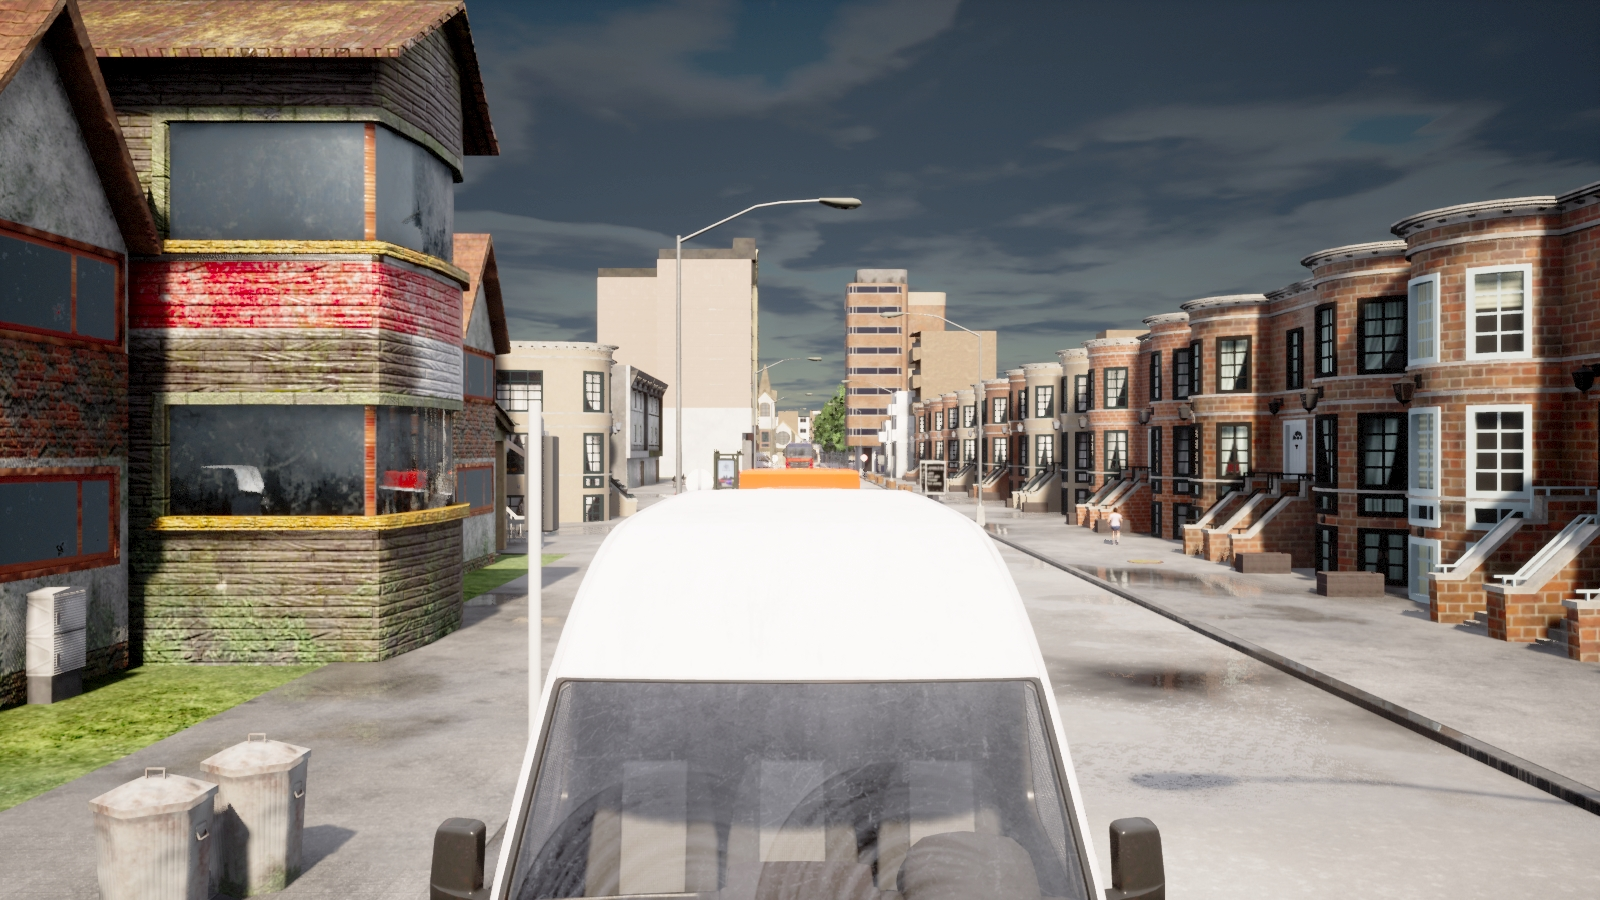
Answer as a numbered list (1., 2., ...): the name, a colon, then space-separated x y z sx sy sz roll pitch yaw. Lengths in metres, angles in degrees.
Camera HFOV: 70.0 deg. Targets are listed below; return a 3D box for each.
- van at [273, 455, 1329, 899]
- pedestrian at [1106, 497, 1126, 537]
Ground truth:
1. van: -0.003 1.314 5.110 1.988 2.561 5.915 0 0 0
2. pedestrian: 8.996 1.903 32.534 0.500 1.100 0.500 0 0 12
